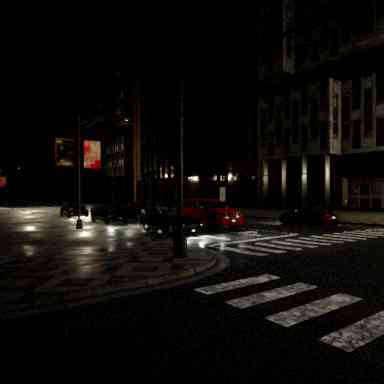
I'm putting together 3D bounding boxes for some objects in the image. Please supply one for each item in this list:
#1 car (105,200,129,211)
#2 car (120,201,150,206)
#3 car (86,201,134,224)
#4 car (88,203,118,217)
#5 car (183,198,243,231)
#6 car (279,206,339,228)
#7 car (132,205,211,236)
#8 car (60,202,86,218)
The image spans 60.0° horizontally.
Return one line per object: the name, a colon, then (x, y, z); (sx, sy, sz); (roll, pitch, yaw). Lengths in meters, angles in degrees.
car: (-11.740, 2.099, 52.063); (1.882, 1.535, 5.008); (0, -1, -36)
car: (-4.635, 1.716, 30.653); (2.097, 1.767, 4.553); (0, -1, -36)
car: (-7.154, 1.855, 28.581); (1.882, 1.535, 5.008); (0, -1, -36)
car: (-10.421, 2.024, 38.736); (1.812, 1.442, 4.674); (0, -1, -35)
car: (1.023, 1.455, 22.790); (2.150, 2.045, 5.566); (0, -1, -34)
car: (8.366, 1.720, 24.004); (1.994, 1.385, 4.181); (0, -1, -36)
car: (-1.461, 1.793, 20.632); (2.033, 1.411, 5.357); (0, -1, -36)
car: (-13.067, 1.867, 36.851); (2.097, 1.767, 4.553); (0, -1, -36)
